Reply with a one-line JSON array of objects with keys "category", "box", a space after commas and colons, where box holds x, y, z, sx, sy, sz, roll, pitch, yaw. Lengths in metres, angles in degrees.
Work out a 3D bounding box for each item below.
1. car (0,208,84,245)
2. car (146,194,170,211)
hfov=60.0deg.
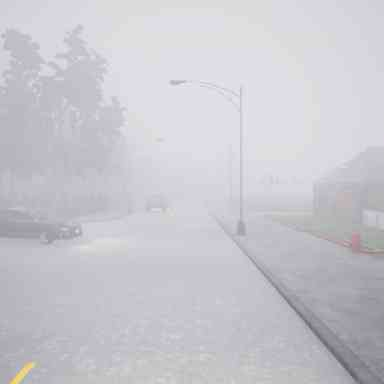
[{"category": "car", "box": [-7.357, 1.505, 15.226, 4.892, 1.490, 1.837, 0, -1, 15]}, {"category": "car", "box": [-4.227, 1.221, 40.326, 2.150, 2.045, 5.566, 0, 0, 0]}]
